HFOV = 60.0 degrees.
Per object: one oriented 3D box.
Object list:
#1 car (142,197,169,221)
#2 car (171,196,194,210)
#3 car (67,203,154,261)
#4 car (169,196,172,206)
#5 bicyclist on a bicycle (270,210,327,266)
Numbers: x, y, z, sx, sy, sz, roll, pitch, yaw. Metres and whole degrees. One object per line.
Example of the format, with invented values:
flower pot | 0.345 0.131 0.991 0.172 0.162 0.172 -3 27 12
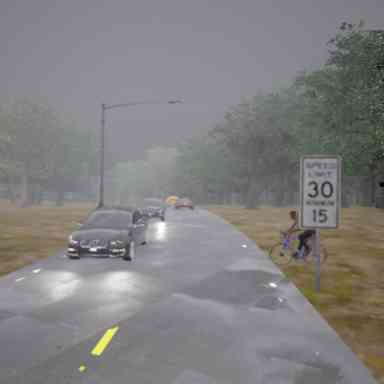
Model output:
car | -2.812 1.169 23.836 1.837 1.490 4.892 1 0 -3
car | -0.956 1.298 38.670 1.994 1.385 4.181 1 -1 -8
car | -2.666 1.306 11.527 1.837 1.490 4.892 1 0 1
car | -2.885 1.365 50.215 1.882 1.535 5.008 1 -1 -11
bicyclist on a bicycle | 3.090 1.362 9.662 1.656 1.620 0.582 0 1 2
